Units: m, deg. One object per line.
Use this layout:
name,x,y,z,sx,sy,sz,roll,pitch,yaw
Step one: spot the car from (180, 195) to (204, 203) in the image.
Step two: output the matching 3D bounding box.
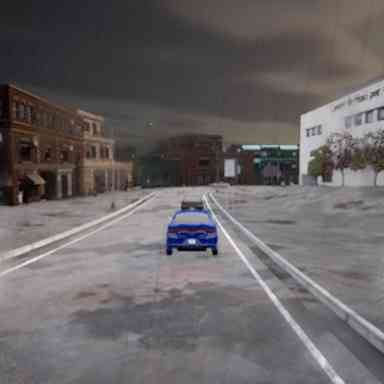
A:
car,0.012,1.025,28.504,1.882,1.535,5.008,0,3,0

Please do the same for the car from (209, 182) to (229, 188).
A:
car,5.798,-1.499,71.842,4.718,1.301,1.895,-3,5,-42

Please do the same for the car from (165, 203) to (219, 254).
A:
car,0.010,1.449,13.509,1.882,1.535,5.008,0,1,0
